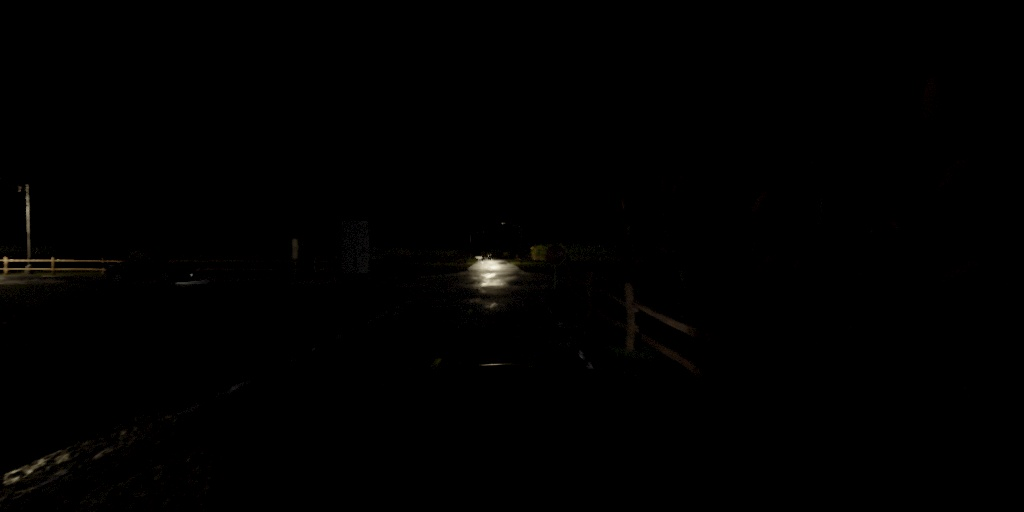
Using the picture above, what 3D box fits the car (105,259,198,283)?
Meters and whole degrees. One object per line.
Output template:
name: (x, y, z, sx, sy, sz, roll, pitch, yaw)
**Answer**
car: (-23.780, 0.971, 23.760, 4.892, 1.490, 1.837, 1, 1, -3)
